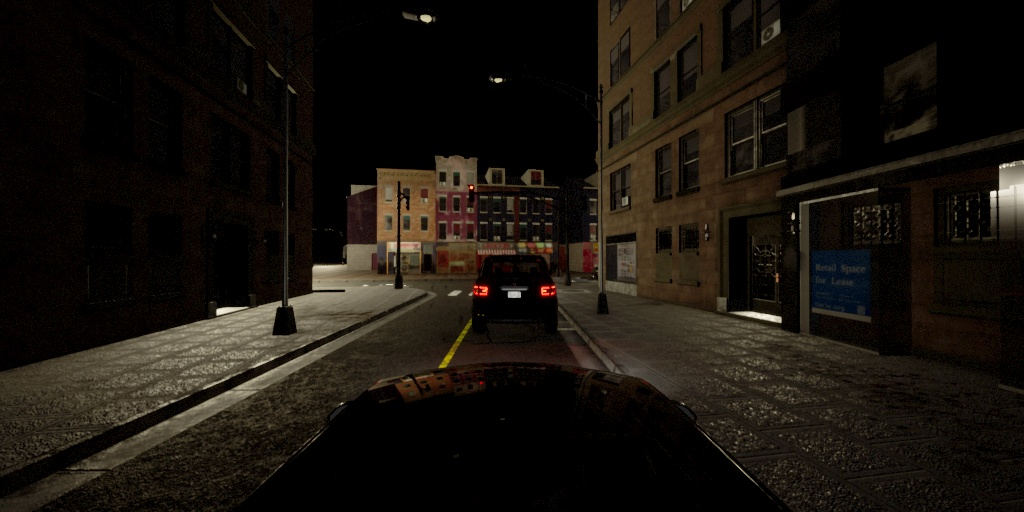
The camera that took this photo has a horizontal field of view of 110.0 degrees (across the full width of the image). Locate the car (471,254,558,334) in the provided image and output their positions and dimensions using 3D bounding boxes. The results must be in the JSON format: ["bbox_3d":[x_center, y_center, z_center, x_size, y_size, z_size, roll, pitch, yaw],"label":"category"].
[{"bbox_3d":[0.095,0.972,10.829,2.150,2.045,5.566,0,0,1],"label":"car"}]

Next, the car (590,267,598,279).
[{"bbox_3d":[8.880,1.089,29.837,4.553,1.767,2.097,0,0,-10],"label":"car"}]
